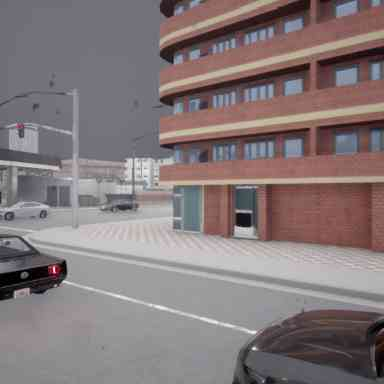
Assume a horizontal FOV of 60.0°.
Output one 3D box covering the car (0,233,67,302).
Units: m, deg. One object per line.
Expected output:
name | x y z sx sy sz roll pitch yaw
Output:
car | -4.982 1.599 7.530 4.718 1.301 1.895 0 0 36

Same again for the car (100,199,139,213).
car | -7.999 1.512 37.036 2.128 1.511 4.902 0 0 35

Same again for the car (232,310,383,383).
car | 2.600 1.514 2.141 4.892 1.490 1.837 0 0 35

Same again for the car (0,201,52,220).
car | -14.193 1.523 27.981 1.812 1.442 4.674 0 0 34
